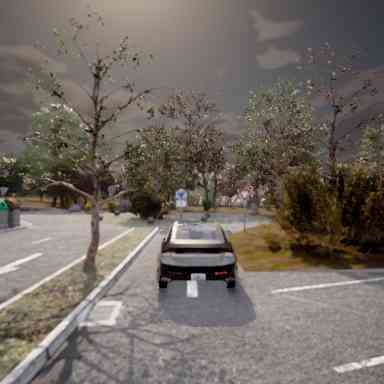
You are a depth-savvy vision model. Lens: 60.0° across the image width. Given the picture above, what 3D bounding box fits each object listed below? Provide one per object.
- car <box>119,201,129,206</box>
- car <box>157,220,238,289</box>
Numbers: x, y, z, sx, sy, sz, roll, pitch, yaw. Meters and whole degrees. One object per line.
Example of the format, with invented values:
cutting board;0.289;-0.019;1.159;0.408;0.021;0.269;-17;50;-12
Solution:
car;-9.078;1.958;45.914;4.892;1.490;1.837;1;-3;15
car;0.107;1.536;9.289;2.128;1.511;4.902;0;0;0
